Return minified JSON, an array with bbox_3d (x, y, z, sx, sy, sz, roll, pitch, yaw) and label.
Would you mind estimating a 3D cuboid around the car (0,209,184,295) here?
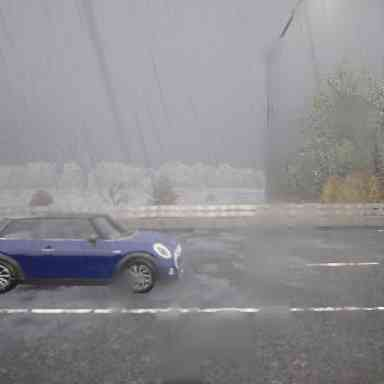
[{"bbox_3d":[-2.490,1.284,8.043,4.553,1.767,2.097,-1,0,2],"label":"car"}]
